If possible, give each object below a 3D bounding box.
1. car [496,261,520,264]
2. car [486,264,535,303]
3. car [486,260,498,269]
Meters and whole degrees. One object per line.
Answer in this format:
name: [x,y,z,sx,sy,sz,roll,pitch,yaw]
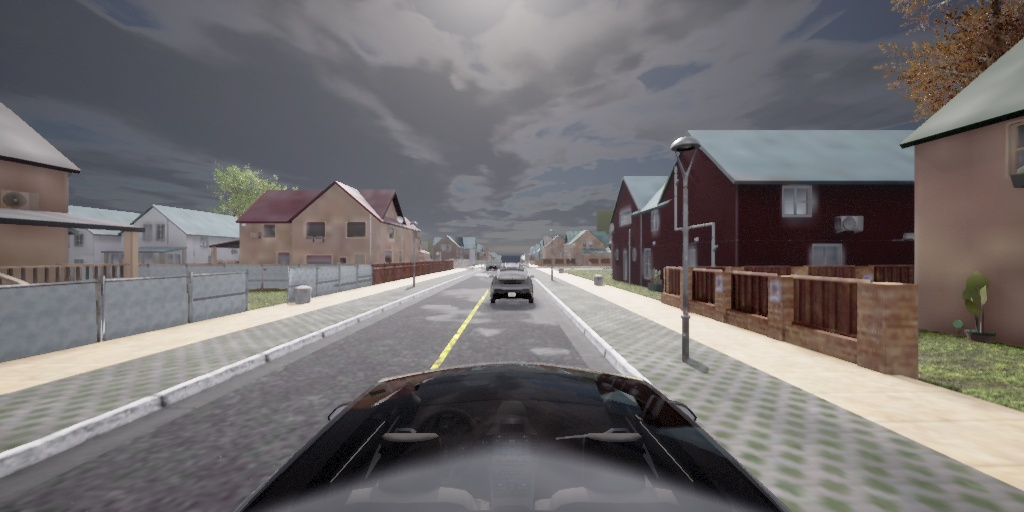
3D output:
car: [0.000,1.309,31.503,2.128,1.511,4.902,0,0,0]
car: [0.000,1.277,16.501,1.837,1.490,4.892,0,0,0]
car: [-2.749,1.358,53.536,2.097,1.767,4.553,0,0,0]
